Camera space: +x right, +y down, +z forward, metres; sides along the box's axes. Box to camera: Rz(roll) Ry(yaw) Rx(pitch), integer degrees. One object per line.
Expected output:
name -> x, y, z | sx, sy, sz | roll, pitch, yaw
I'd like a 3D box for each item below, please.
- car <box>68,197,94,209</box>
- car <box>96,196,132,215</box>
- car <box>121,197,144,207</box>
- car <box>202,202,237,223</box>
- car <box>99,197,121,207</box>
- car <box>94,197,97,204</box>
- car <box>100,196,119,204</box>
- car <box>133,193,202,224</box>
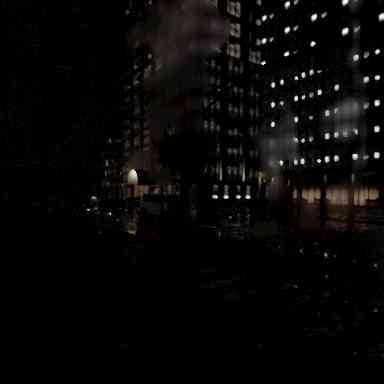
car -> -14.747, 1.391, 43.240 | 1.812, 1.442, 4.674 | 1, 0, -34
car -> -7.321, 1.387, 32.137 | 1.837, 1.490, 4.892 | 1, 0, -34
car -> -9.513, 1.502, 53.081 | 1.837, 1.490, 4.892 | 1, 0, -34
car -> 1.360, 1.472, 25.028 | 1.812, 1.442, 4.674 | 1, 0, -34
car -> -13.059, 1.550, 52.546 | 1.895, 1.301, 4.718 | 1, 0, -34
car -> -10.619, 1.479, 42.907 | 1.994, 1.385, 4.181 | 1, 0, -34
car -> -15.317, 1.507, 61.734 | 1.812, 1.442, 4.674 | 1, 0, -34
car -> -1.931, 1.120, 24.107 | 2.150, 2.045, 5.566 | 1, 0, -34
